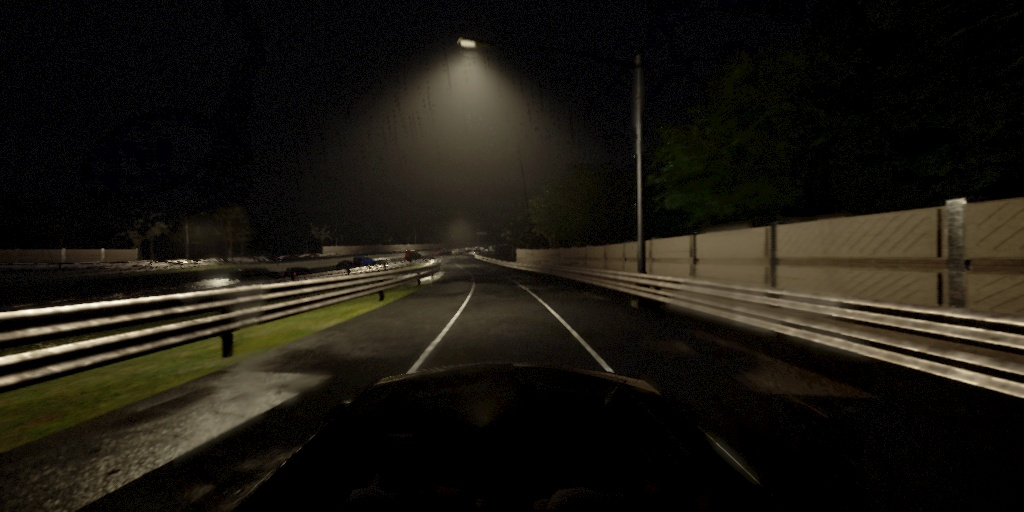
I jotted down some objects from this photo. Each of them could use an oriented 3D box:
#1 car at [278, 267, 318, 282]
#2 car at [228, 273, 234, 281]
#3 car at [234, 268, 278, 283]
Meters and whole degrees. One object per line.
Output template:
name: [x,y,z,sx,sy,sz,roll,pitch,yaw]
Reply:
car: [-27.480,2.187,46.707,2.097,1.767,4.553,0,3,8]
car: [-34.526,2.394,46.832,1.994,1.385,4.181,0,3,8]
car: [-31.286,2.258,44.646,2.097,1.767,4.553,0,3,8]
